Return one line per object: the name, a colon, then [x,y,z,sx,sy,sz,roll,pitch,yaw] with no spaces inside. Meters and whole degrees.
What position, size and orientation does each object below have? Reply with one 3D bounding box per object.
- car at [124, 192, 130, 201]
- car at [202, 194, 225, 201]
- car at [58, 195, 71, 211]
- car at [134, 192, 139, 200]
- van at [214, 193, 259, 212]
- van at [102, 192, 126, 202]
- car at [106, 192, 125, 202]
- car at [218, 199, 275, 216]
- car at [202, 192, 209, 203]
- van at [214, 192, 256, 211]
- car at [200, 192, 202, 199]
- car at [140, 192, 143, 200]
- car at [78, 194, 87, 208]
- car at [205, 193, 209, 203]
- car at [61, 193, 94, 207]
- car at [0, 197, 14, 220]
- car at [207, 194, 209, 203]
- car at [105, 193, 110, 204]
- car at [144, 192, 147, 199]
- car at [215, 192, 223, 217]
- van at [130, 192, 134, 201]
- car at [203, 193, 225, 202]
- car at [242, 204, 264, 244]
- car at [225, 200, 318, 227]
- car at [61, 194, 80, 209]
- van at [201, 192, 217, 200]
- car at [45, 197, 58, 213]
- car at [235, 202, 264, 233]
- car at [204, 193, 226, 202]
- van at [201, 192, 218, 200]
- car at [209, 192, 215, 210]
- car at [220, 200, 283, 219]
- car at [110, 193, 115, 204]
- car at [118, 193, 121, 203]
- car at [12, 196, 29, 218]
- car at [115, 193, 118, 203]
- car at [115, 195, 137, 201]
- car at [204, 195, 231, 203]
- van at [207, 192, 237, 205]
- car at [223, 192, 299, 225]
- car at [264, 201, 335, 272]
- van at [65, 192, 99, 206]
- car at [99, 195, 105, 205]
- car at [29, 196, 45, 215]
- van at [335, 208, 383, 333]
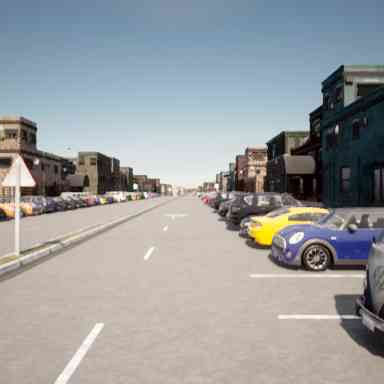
car: [-15.524,1.022,64.142,5.566,2.045,2.435,0,0,0]
car: [4.716,1.274,73.834,4.892,1.521,2.231,0,0,0]
car: [-15.465,1.292,33.815,4.892,1.521,2.231,0,0,0]
car: [-15.319,1.297,75.171,5.366,1.575,1.946,0,0,0]
van: [4.593,1.057,34.929,4.442,1.987,1.878,0,0,0]
van: [-15.614,1.053,66.900,4.442,1.987,1.878,0,0,0]
car: [-15.499,1.269,61.386,5.008,1.535,2.097,0,0,0]
car: [4.707,1.343,29.370,4.674,1.452,2.002,0,0,0]
car: [4.682,1.002,48.824,5.566,2.045,2.435,0,0,0]
van: [4.827,1.049,37.706,4.442,1.987,1.878,0,0,0]
car: [4.682,0.998,57.159,5.566,2.045,2.435,0,0,0]
car: [-15.516,1.329,83.443,5.008,1.535,2.097,0,0,0]
car: [-15.470,1.279,39.329,4.892,1.521,2.231,0,0,0]
car: [4.703,1.259,46.044,4.892,1.521,2.231,0,0,0]
car: [-15.472,1.273,42.085,4.892,1.521,2.231,0,0,0]
car: [-15.468,1.329,22.786,5.008,1.535,2.097,0,0,0]
car: [4.680,1.291,43.265,4.792,1.488,2.163,0,0,0]
car: [-15.670,1.262,50.357,5.366,1.575,1.946,0,0,0]
car: [-15.543,1.099,88.960,5.566,2.045,2.435,0,0,0]
car: [4.681,1.075,23.936,5.566,2.045,2.435,0,0,0]
van: [-15.619,1.065,72.413,4.442,1.987,1.878,0,0,0]
car: [4.679,1.141,71.056,4.553,1.767,2.185,0,0,0]
car: [4.704,1.383,12.820,5.008,1.535,2.097,0,0,0]
car: [4.895,1.337,21.033,5.366,1.575,1.946,0,0,0]
car: [-15.467,1.284,36.572,4.892,1.521,2.231,0,0,0]
van: [4.827,1.107,93.289,4.442,1.987,1.878,0,0,0]
car: [-15.438,1.172,31.058,4.553,1.767,2.185,0,0,0]
car: [4.716,1.370,15.475,4.892,1.521,2.231,0,0,0]
car: [4.679,1.136,68.276,4.553,1.767,2.185,0,0,0]
van: [4.826,1.099,90.510,4.442,1.987,1.878,0,0,0]
car: [4.738,1.041,32.148,5.566,2.045,2.435,0,0,0]
car: [4.707,1.354,26.656,4.674,1.452,2.002,0,0,0]
car: [-15.480,1.265,53.113,4.892,1.521,2.231,0,0,0]
car: [-15.494,1.306,58.628,4.674,1.452,2.002,0,0,0]
car: [-15.496,1.192,25.543,4.553,1.767,2.185,0,0,0]
car: [-15.518,1.294,55.872,4.792,1.488,2.163,0,0,0]
car: [-15.504,1.349,77.928,4.674,1.452,2.002,0,0,0]
car: [4.704,1.254,62.717,4.892,1.521,2.231,0,0,0]
van: [4.593,1.026,51.602,4.442,1.987,1.878,0,0,0]
car: [4.739,1.103,18.252,5.566,2.045,2.435,0,0,0]
car: [4.741,1.272,9.916,4.553,1.767,2.185,0,0,0]
van: [-15.363,1.043,44.966,4.442,1.987,1.878,0,0,0]
car: [-15.480,1.306,47.599,4.674,1.452,2.002,0,0,0]
car: [-15.498,1.182,28.300,4.553,1.767,2.185,0,0,0]
van: [4.593,1.195,4.480,4.442,1.987,1.878,0,0,0]
